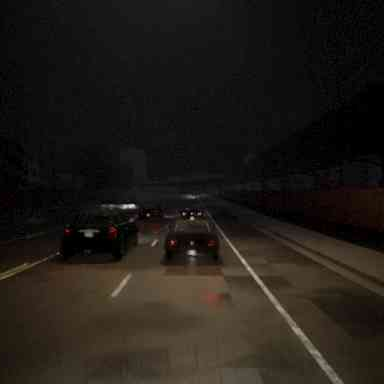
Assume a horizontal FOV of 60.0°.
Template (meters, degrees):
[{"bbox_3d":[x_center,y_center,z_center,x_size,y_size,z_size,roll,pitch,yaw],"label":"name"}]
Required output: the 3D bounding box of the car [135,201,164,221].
[{"bbox_3d":[-3.481,1.656,28.821,1.812,1.442,4.674,0,1,0],"label":"car"}]

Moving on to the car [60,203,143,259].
[{"bbox_3d":[-3.482,1.481,13.389,2.097,1.767,4.553,0,0,0],"label":"car"}]

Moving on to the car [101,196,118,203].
[{"bbox_3d":[-14.050,1.388,57.198,2.033,1.411,5.357,0,1,1],"label":"car"}]

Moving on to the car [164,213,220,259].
[{"bbox_3d":[0.015,1.730,13.215,1.895,1.301,4.718,0,0,0],"label":"car"}]

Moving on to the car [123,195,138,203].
[{"bbox_3d":[-10.572,1.331,57.307,2.128,1.511,4.902,0,1,0],"label":"car"}]

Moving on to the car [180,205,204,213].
[{"bbox_3d":[0.013,1.735,28.187,1.895,1.301,4.718,0,0,0],"label":"car"}]
